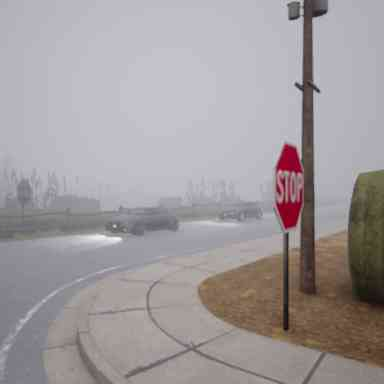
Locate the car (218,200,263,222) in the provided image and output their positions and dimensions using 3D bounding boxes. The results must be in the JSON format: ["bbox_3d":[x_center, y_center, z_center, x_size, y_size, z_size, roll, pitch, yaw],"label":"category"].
[{"bbox_3d":[3.891,1.448,26.204,1.837,1.490,4.892,0,0,38],"label":"car"}]

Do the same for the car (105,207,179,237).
[{"bbox_3d":[-2.586,1.506,17.943,1.994,1.385,4.181,0,0,38],"label":"car"}]

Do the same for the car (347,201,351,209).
[{"bbox_3d":[21.216,1.477,42.316,1.812,1.442,4.674,0,0,38],"label":"car"}]
